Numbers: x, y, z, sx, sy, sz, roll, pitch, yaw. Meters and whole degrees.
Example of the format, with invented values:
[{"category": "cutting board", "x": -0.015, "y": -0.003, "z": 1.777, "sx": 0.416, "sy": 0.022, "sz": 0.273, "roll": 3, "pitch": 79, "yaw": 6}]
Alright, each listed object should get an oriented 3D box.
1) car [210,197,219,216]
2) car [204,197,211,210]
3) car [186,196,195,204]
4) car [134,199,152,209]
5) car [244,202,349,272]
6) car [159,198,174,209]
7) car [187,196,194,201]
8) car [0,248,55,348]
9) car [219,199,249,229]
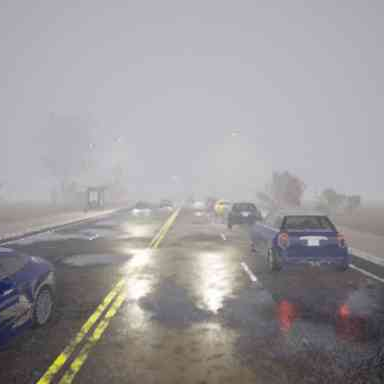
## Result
[{"category": "car", "x": 3.131, "y": 1.489, "z": 33.223, "sx": 1.801, "sy": 1.575, "sz": 5.366, "roll": 0, "pitch": 0, "yaw": 0}, {"category": "car", "x": 3.070, "y": 1.584, "z": 44.033, "sx": 2.033, "sy": 1.411, "sz": 5.357, "roll": 0, "pitch": 0, "yaw": 0}, {"category": "car", "x": -0.287, "y": 1.587, "z": 64.047, "sx": 2.033, "sy": 1.411, "sz": 5.357, "roll": 0, "pitch": 0, "yaw": 0}, {"category": "car", "x": -6.774, "y": 1.640, "z": 46.319, "sx": 1.895, "sy": 1.301, "sz": 4.718, "roll": 0, "pitch": 0, "yaw": 0}, {"category": "car", "x": 3.234, "y": 1.366, "z": 10.988, "sx": 2.097, "sy": 1.767, "sz": 4.553, "roll": 0, "pitch": 0, "yaw": 0}, {"category": "car", "x": -3.526, "y": 1.586, "z": 46.427, "sx": 2.033, "sy": 1.411, "sz": 5.357, "roll": 0, "pitch": 0, "yaw": 0}, {"category": "car", "x": -0.397, "y": 1.570, "z": 83.069, "sx": 1.895, "sy": 1.301, "sz": 4.718, "roll": 0, "pitch": 0, "yaw": 0}, {"category": "car", "x": -3.356, "y": 1.532, "z": 4.250, "sx": 1.812, "sy": 1.442, "sz": 4.674, "roll": 0, "pitch": 0, "yaw": 0}, {"category": "car", "x": 3.193, "y": 1.377, "z": 21.999, "sx": 2.097, "sy": 1.767, "sz": 4.553, "roll": 0, "pitch": 0, "yaw": 0}]
